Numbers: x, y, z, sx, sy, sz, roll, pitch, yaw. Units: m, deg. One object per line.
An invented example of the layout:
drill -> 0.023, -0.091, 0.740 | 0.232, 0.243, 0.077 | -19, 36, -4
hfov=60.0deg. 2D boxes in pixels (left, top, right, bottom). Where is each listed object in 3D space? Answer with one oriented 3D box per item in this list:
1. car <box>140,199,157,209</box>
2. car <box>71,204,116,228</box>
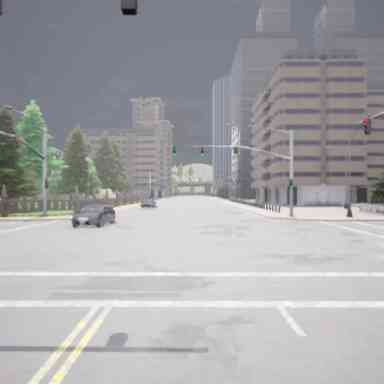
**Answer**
car -> -6.288, 1.754, 48.676 | 1.994, 1.385, 4.181 | 0, 0, 0
car -> -6.605, 1.582, 22.812 | 2.128, 1.511, 4.902 | 0, 0, 3
